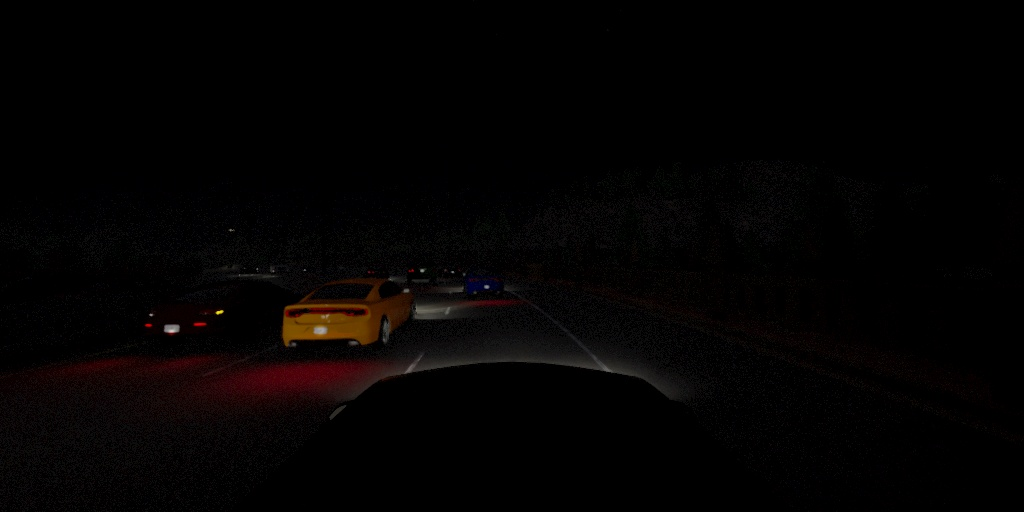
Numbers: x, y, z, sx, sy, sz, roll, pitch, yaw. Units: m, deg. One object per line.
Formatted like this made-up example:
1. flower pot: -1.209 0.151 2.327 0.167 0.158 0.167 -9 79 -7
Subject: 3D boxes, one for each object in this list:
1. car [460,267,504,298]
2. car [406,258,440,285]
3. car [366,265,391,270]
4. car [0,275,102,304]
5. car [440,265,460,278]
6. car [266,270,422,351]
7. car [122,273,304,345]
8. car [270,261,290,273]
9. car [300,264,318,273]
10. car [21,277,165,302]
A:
1. car: -1.637 1.348 19.703 1.882 1.535 5.008 0 0 -10
2. car: -7.293 1.211 28.866 2.150 2.045 5.566 0 0 -16
3. car: -11.599 1.543 30.964 2.128 1.511 4.902 0 0 -17
4. car: -18.512 1.483 13.152 2.128 1.511 4.902 0 0 -8
5. car: -6.695 1.605 38.230 1.994 1.385 4.181 0 0 -21
6. car: -3.868 1.306 9.399 1.882 1.535 5.008 0 0 -4
7. car: -7.399 1.389 9.916 1.812 1.442 4.674 0 0 -4
8. car: -34.228 1.720 52.965 2.150 2.045 5.566 0 -1 -35
9. car: -29.644 1.931 52.359 1.837 1.490 4.892 0 -1 -33
10. car: -15.054 1.565 13.947 1.895 1.301 4.718 0 0 -8
